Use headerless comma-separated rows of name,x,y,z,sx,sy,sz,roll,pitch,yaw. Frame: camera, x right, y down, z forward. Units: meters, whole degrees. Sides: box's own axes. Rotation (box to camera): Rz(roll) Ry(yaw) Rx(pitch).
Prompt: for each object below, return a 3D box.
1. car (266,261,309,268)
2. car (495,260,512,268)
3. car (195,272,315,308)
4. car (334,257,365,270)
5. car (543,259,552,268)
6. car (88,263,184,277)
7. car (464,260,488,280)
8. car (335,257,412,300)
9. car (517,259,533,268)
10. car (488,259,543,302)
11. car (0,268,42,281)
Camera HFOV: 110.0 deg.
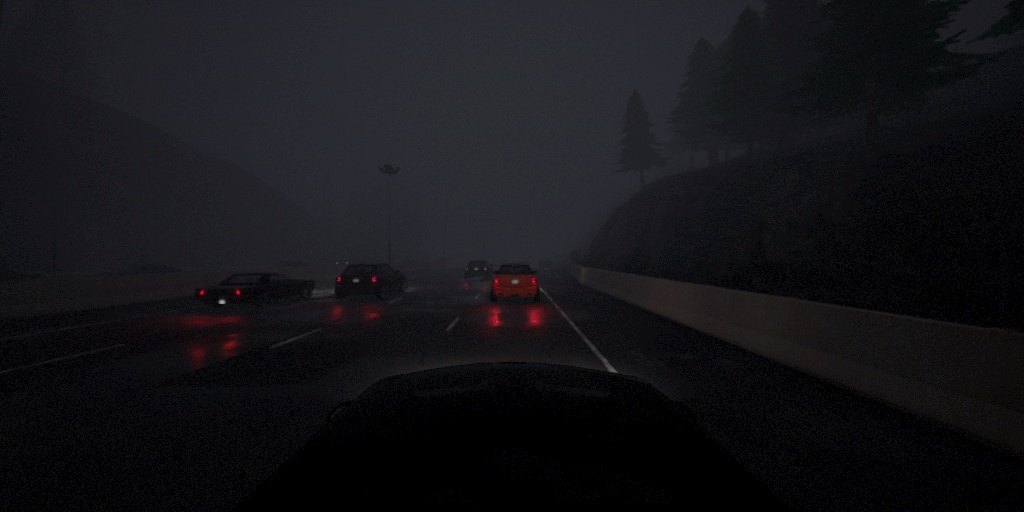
car,-20.552,1.235,32.679,2.128,1.511,4.902,0,0,4
car,-1.465,1.366,63.904,1.895,1.301,4.718,0,0,15
car,-10.362,1.346,15.045,1.895,1.301,4.718,0,0,0
car,-24.863,1.096,54.977,2.097,1.767,4.553,0,0,11
car,5.956,1.262,63.830,2.128,1.511,4.902,0,0,16
car,-24.443,1.214,23.539,1.882,1.535,5.008,0,0,1
car,-2.797,1.107,31.638,2.097,1.767,4.553,0,0,4
car,-6.847,1.100,17.894,2.097,1.767,4.553,0,0,0
car,2.386,1.332,63.962,1.994,1.385,4.181,0,0,15
car,0.152,1.106,17.283,2.097,1.767,4.553,0,0,0
car,-31.497,1.331,21.025,1.895,1.301,4.718,0,0,1
